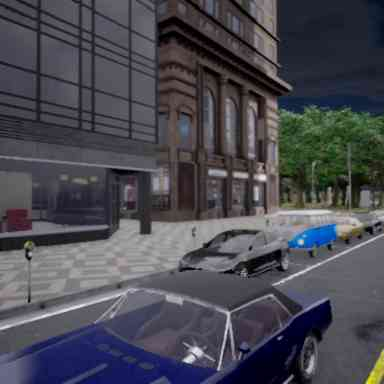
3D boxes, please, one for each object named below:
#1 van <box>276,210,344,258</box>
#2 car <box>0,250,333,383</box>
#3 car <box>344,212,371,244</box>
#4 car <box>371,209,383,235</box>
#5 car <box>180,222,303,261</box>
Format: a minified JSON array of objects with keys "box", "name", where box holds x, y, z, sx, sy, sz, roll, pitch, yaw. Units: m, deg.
[{"box":[4.896,1.670,14.184,1.690,1.788,3.998,-2,-2,39],"name":"van"},{"box":[-0.101,1.698,3.613,1.895,1.301,4.718,-1,-2,39],"name":"car"},{"box":[8.211,1.937,18.273,1.752,1.417,4.829,-2,-2,39],"name":"car"},{"box":[11.739,2.065,22.629,1.947,1.339,4.313,-2,-2,39],"name":"car"},{"box":[1.476,1.811,9.953,1.947,1.339,4.313,-2,-2,39],"name":"car"}]
